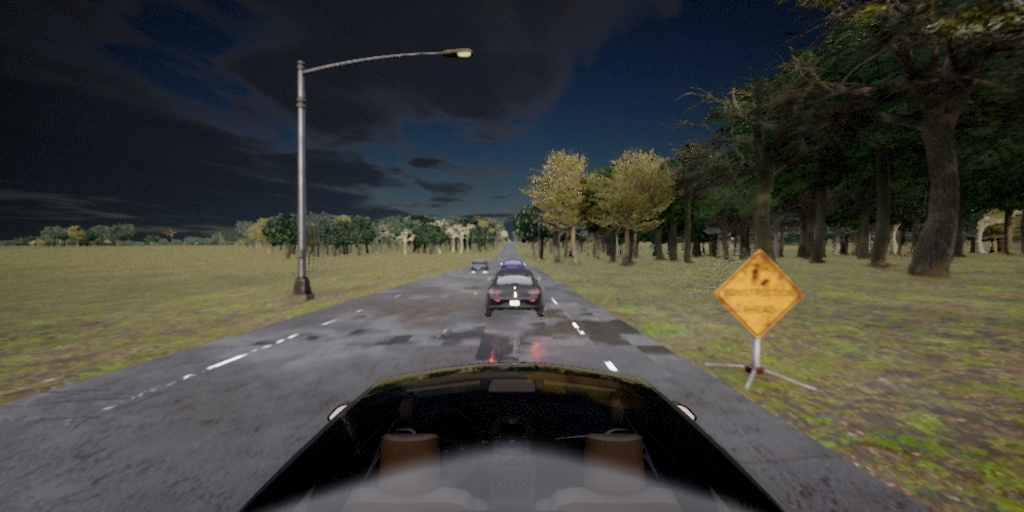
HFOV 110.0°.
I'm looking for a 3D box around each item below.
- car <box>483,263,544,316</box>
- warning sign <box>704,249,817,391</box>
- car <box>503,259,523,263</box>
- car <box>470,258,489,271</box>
[{"bbox_3d":[0.084,1.163,12.630,1.812,1.442,4.674,0,1,0],"label":"car"},{"bbox_3d":[3.549,0.829,5.236,1.300,1.860,1.060,0,0,0],"label":"warning sign"},{"bbox_3d":[0.076,0.966,28.518,1.882,1.535,5.008,0,0,0],"label":"car"},{"bbox_3d":[-3.608,0.941,41.080,2.033,1.411,5.357,0,0,0],"label":"car"}]
